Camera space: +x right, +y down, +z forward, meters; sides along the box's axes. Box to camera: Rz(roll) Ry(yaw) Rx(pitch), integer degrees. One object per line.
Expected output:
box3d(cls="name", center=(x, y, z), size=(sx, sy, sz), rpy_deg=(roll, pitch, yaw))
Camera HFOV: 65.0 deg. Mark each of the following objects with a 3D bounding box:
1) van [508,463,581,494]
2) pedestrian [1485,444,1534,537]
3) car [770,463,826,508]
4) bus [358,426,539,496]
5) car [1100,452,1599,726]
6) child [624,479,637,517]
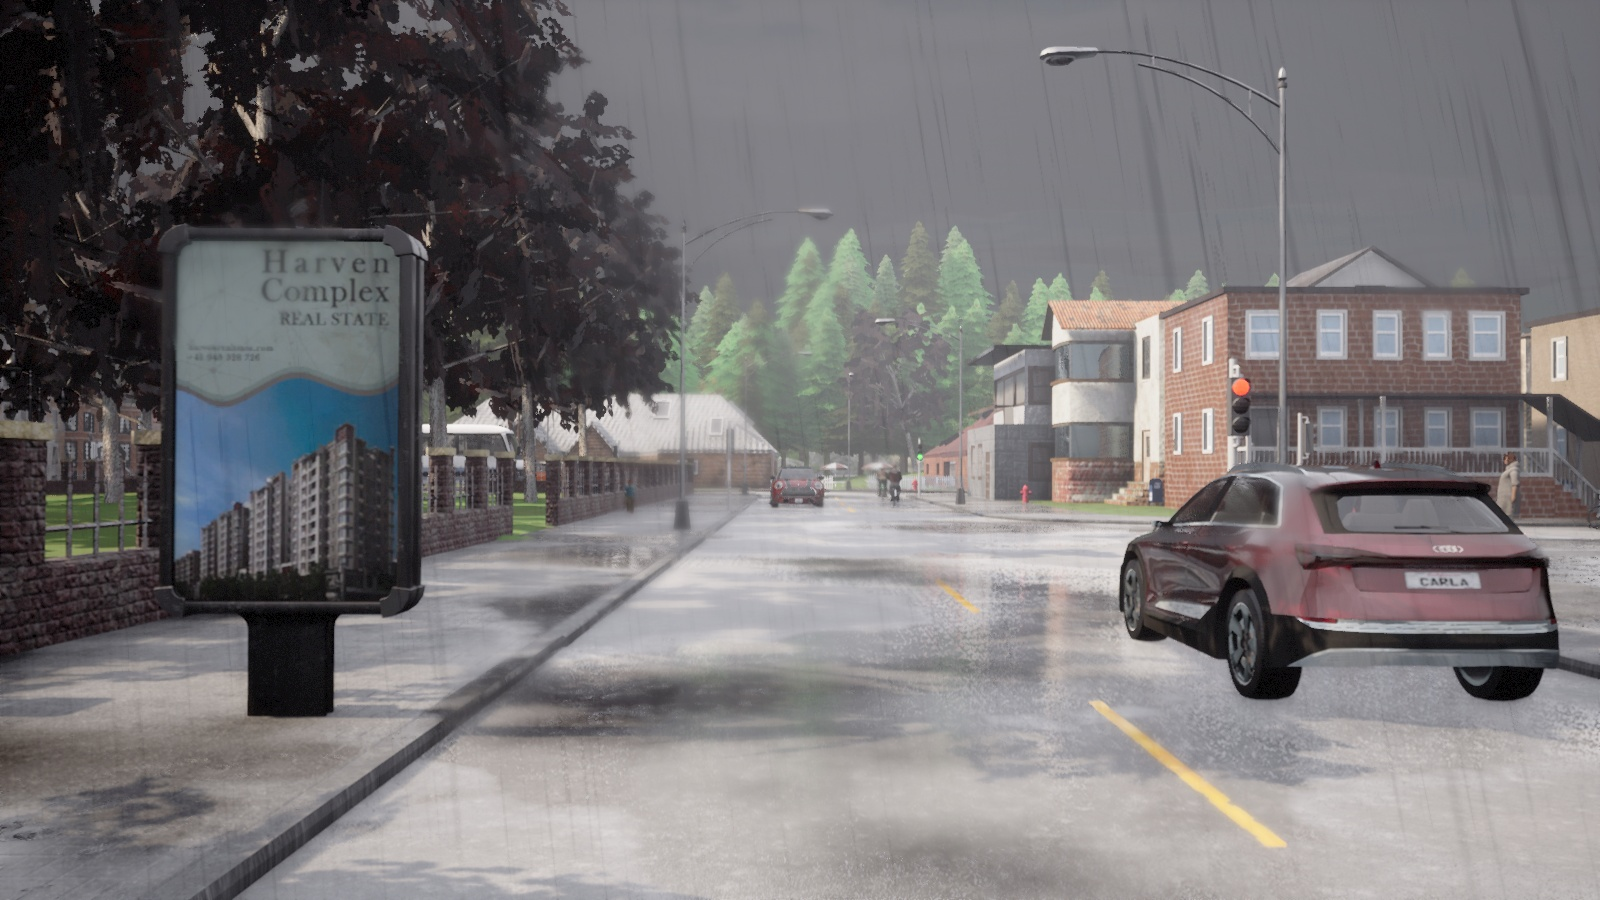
box3d(cls="van", center=(-16.815, 1.861, 82.691), size=(4.442, 1.987, 1.775), rpy_deg=(0, -1, 3))
box3d(cls="pedestrian", center=(15.143, 0.859, 26.794), size=(0.873, 1.952, 0.659), rpy_deg=(-1, -1, 31))
box3d(cls="car", center=(-0.129, 1.439, 51.664), size=(2.097, 1.767, 4.553), rpy_deg=(0, -1, -3))
box3d(cls="bus", center=(-21.915, 0.693, 78.734), size=(10.273, 4.253, 3.944), rpy_deg=(0, -1, -1))
box3d(cls="car", center=(3.990, 0.875, 10.027), size=(2.033, 1.649, 4.856), rpy_deg=(0, -1, 0))
box3d(cls="child", center=(-5.320, 1.510, 39.517), size=(0.343, 1.192, 0.448), rpy_deg=(0, -1, 0))
